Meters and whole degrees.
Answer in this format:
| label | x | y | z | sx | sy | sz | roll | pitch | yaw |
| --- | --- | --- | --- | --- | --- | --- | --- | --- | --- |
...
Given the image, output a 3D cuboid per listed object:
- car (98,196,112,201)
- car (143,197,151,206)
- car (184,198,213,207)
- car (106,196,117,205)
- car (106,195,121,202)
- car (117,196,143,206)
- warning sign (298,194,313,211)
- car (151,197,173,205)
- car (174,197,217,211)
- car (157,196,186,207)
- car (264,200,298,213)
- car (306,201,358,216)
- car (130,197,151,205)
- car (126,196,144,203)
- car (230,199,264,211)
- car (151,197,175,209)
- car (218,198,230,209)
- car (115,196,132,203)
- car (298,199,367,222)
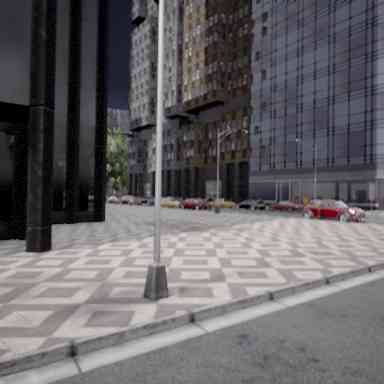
| label | x | y | z | sx | sy | sz | roll | pitch | yaw |
| --- | --- | --- | --- | --- | --- | --- | --- | --- | --- |
| car | -21.364 | 1.611 | 81.764 | 1.802 | 1.307 | 4.206 | 2 | -1 | -35 |
| car | -4.570 | 1.449 | 48.186 | 2.033 | 1.411 | 5.357 | 2 | -1 | -35 |
| car | 0.939 | 1.577 | 50.495 | 2.008 | 1.369 | 4.403 | 1 | -1 | -35 |
| car | -12.378 | 1.429 | 54.487 | 1.802 | 1.307 | 4.206 | 2 | -1 | -35 |
| car | -18.276 | 1.555 | 77.437 | 1.752 | 1.417 | 4.829 | 2 | -1 | -35 |
| car | -9.189 | 1.286 | 50.021 | 1.967 | 1.590 | 4.097 | 1 | -1 | -35 |
| warning sign | 12.852 | 1.180 | 37.779 | 1.300 | 1.860 | 1.060 | 2 | -1 | -35 |
| car | -5.433 | 1.581 | 59.430 | 2.008 | 1.369 | 4.403 | 2 | -1 | -35 |
| car | 0.370 | 1.381 | 36.616 | 1.887 | 1.381 | 4.507 | 1 | -1 | -35 |
| car | -3.227 | 1.461 | 51.654 | 2.128 | 1.511 | 4.902 | 1 | -1 | -35 |
| car | 10.497 | 1.598 | 37.094 | 1.802 | 1.307 | 4.206 | 1 | -1 | -35 |
| car | 13.683 | 1.578 | 32.628 | 1.947 | 1.339 | 4.313 | 1 | -1 | -35 |
| car | -9.321 | 1.572 | 60.122 | 1.895 | 1.301 | 4.718 | 2 | -1 | -35 |
| car | -11.806 | 1.596 | 68.364 | 1.947 | 1.339 | 4.313 | 2 | -1 | -35 |
| car | 7.311 | 1.585 | 41.561 | 1.947 | 1.339 | 4.313 | 1 | -1 | -35 |
| car | -2.718 | 1.365 | 40.946 | 1.752 | 1.417 | 4.829 | 1 | -1 | -35 |
| car | 4.027 | 1.548 | 46.167 | 1.752 | 1.417 | 4.829 | 1 | -1 | -35 |
| car | -14.992 | 1.596 | 72.831 | 1.947 | 1.339 | 4.313 | 2 | -1 | -35 |
| car | 9.913 | 1.266 | 23.241 | 1.967 | 1.590 | 4.097 | 2 | -1 | -37 |
